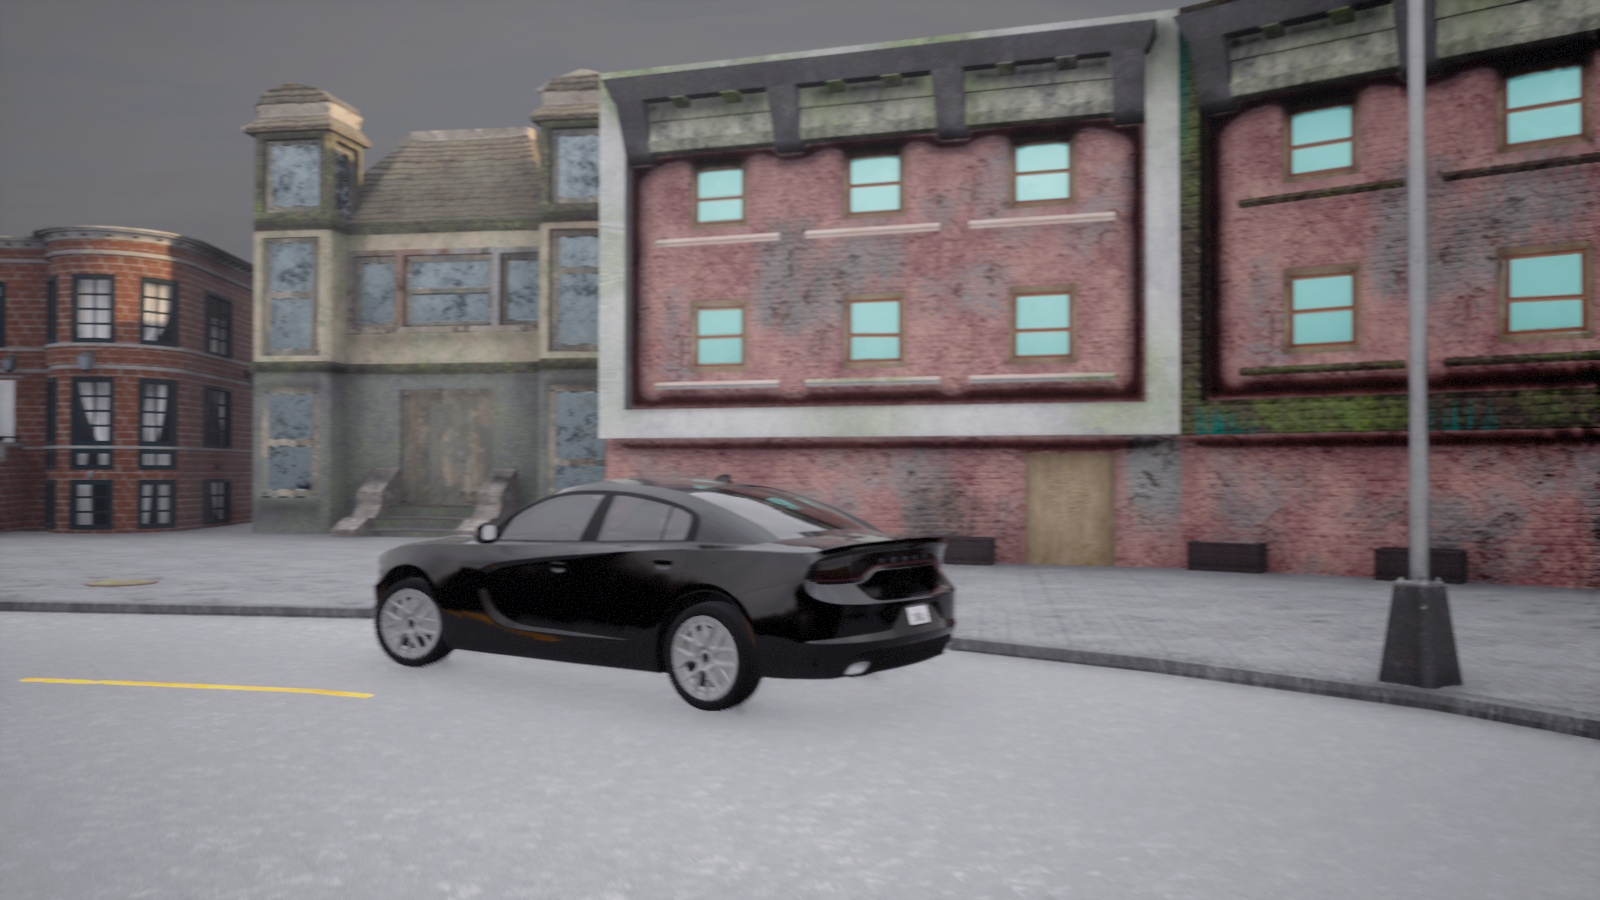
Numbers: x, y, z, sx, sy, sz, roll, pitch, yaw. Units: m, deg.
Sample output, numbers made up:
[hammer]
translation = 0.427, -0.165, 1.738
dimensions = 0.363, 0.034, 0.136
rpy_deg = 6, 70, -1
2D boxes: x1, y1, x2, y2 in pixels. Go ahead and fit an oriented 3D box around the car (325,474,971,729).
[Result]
[car]
translation = -1.356, 0.962, 9.786
dimensions = 5.008, 1.535, 1.882
rpy_deg = -1, -1, 35
